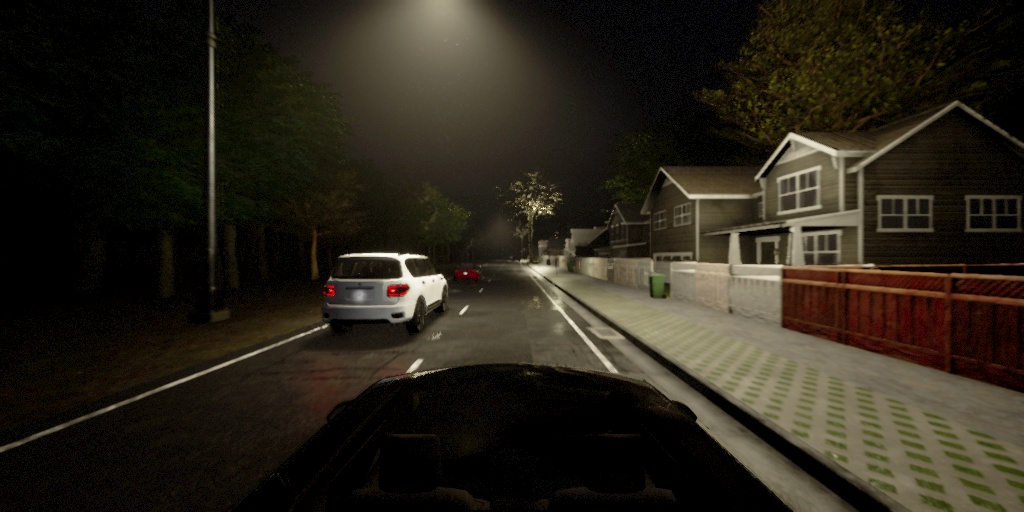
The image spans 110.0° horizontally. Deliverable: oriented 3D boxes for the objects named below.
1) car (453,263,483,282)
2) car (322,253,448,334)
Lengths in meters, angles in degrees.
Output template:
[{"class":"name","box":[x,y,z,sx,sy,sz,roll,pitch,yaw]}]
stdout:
[{"class":"car","box":[-3.378,1.224,27.985,1.994,1.385,4.181,0,0,0]},{"class":"car","box":[-3.393,0.943,10.681,2.150,2.045,5.566,0,0,0]}]
